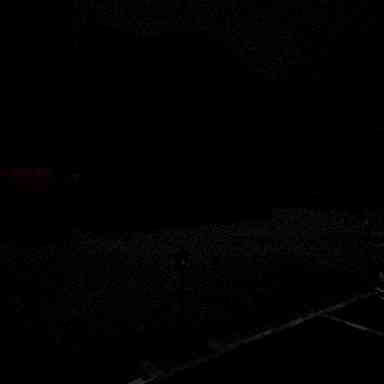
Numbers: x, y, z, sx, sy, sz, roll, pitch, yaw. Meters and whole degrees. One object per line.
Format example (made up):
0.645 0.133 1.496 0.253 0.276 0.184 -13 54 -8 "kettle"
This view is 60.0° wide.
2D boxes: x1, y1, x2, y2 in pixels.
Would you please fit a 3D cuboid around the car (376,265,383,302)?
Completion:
5.354 1.426 6.598 4.403 1.369 2.008 -1 1 -35 "car"
